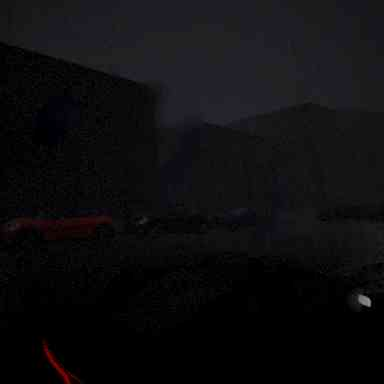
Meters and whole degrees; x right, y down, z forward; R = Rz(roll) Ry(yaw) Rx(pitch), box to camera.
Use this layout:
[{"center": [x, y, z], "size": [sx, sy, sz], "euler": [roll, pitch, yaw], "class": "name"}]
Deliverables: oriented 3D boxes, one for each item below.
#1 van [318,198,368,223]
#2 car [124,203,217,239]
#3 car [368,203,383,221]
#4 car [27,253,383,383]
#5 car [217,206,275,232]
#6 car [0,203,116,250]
[{"center": [12.186, 1.458, 27.370], "size": [4.442, 1.987, 1.878], "euler": [1, 0, -36], "class": "van"}, {"center": [-1.265, 1.411, 17.722], "size": [4.553, 1.767, 2.185], "euler": [1, 0, -36], "class": "car"}, {"center": [16.743, 1.764, 30.641], "size": [4.792, 1.488, 2.163], "euler": [1, 0, -36], "class": "car"}, {"center": [0.808, 1.503, 4.017], "size": [5.008, 1.535, 1.882], "euler": [1, 0, -36], "class": "car"}, {"center": [3.301, 1.627, 20.998], "size": [4.674, 1.452, 2.002], "euler": [1, 0, -36], "class": "car"}, {"center": [-5.755, 1.362, 14.502], "size": [4.553, 1.767, 2.185], "euler": [1, 0, -36], "class": "car"}]
